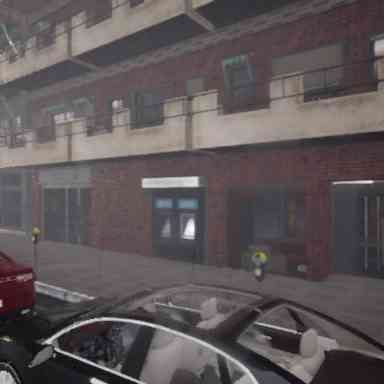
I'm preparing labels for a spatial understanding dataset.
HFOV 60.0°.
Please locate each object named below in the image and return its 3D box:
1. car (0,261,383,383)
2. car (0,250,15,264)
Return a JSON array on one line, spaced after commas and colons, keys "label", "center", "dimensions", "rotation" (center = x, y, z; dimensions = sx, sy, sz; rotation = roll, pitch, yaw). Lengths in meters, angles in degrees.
[{"label": "car", "center": [-0.175, 1.556, 3.001], "dimensions": [4.403, 1.369, 2.008], "rotation": [0, 0, 35]}, {"label": "car", "center": [-4.758, 1.566, 6.270], "dimensions": [4.507, 1.381, 1.887], "rotation": [0, 0, 35]}]
